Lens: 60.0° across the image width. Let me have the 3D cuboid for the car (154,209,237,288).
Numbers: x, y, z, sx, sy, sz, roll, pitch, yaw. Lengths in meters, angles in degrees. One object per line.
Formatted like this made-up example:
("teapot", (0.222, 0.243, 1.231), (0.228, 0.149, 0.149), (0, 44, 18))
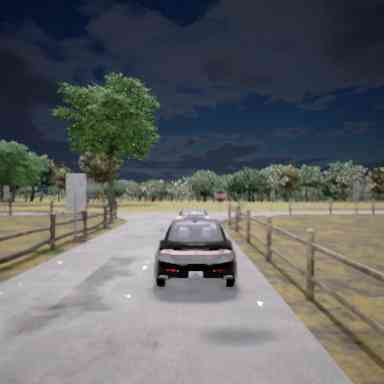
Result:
("car", (0.087, 1.449, 9.148), (2.128, 1.511, 4.902), (0, 0, 0))

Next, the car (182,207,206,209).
("car", (0.111, 1.543, 19.562), (1.895, 1.301, 4.718), (0, 0, 1))

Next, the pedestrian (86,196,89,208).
("pedestrian", (-12.135, 1.312, 38.168), (0.375, 1.860, 0.375), (0, -1, 0))
